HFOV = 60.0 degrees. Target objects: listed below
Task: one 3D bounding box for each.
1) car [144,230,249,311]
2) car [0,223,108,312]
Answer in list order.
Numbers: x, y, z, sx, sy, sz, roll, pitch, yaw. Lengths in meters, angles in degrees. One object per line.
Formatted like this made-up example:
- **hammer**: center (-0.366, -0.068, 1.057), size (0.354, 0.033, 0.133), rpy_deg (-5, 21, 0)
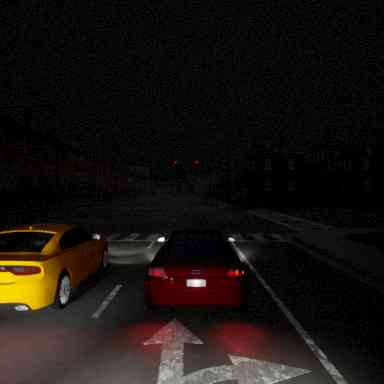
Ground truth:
- **car**: center (0.107, 1.564, 7.828), size (1.994, 1.385, 4.181), rpy_deg (0, 0, 1)
- **car**: center (-3.385, 1.478, 7.860), size (1.882, 1.535, 5.008), rpy_deg (0, 0, 0)
